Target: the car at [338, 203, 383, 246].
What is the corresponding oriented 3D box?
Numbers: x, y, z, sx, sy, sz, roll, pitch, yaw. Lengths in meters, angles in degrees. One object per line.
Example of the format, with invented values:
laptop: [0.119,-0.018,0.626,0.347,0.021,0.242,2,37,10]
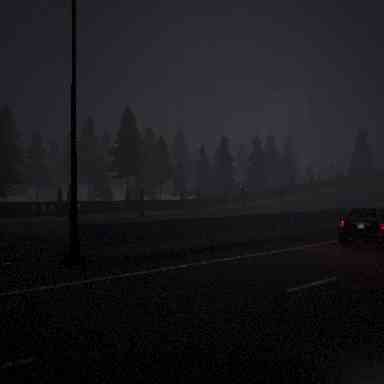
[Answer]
car: [8.228,1.302,14.038,4.553,1.767,2.097,-2,1,-35]
